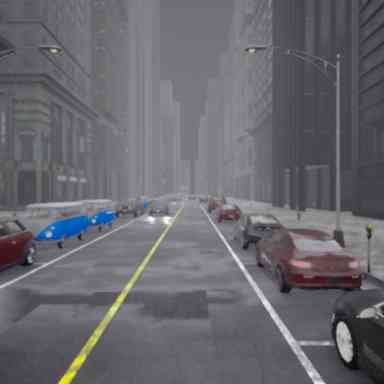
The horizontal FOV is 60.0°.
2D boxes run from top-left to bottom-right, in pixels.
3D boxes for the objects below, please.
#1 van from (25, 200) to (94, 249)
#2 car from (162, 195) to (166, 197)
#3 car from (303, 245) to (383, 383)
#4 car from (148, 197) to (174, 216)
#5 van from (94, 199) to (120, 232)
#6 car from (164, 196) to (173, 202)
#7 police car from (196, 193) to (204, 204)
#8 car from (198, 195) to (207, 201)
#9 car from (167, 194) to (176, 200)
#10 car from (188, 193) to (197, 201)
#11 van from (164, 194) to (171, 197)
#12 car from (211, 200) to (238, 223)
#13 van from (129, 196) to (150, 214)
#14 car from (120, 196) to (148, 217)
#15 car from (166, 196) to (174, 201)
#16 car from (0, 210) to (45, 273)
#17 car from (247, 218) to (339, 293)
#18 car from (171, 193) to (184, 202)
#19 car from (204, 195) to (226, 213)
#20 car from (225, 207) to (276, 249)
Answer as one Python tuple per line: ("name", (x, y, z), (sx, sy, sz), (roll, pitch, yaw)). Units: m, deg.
("van", (-5.767, 1.342, 14.207), (1.690, 1.788, 3.998), (0, 0, 0))
("car", (-5.772, 1.570, 53.662), (1.887, 1.381, 4.507), (0, 0, 0))
("car", (2.760, 1.551, 2.951), (2.008, 1.369, 4.403), (0, 0, 0))
("car", (-3.101, 1.514, 32.578), (1.837, 1.490, 4.892), (0, 0, 0))
("van", (-5.768, 1.344, 19.843), (1.690, 1.788, 3.998), (0, 0, 0))
("car", (-5.775, 1.625, 81.846), (1.947, 1.339, 4.313), (0, 0, 0))
("police car", (2.358, 1.465, 66.374), (1.930, 1.638, 5.238), (0, 0, 0))
("car", (2.749, 1.617, 87.494), (2.008, 1.369, 4.403), (0, 0, 0))
("car", (-5.777, 1.388, 93.119), (2.192, 1.841, 5.009), (0, 0, 0))
("car", (-0.010, 1.408, 83.532), (1.882, 1.535, 5.008), (0, 0, 0))
("van", (-5.775, 1.393, 76.209), (1.690, 1.788, 3.998), (0, 0, 0))
("car", (2.757, 1.550, 25.496), (1.887, 1.381, 4.507), (0, 0, 0))
("van", (-5.770, 1.352, 36.752), (1.690, 1.788, 3.998), (0, 0, 0))
("car", (-5.769, 1.323, 31.116), (2.192, 1.841, 5.009), (0, 0, 0))
("car", (-5.776, 1.632, 87.483), (1.947, 1.339, 4.313), (0, 0, 0))
("car", (-5.766, 1.440, 8.570), (1.967, 1.590, 4.097), (0, 0, 0))
("car", (2.759, 1.582, 8.587), (1.802, 1.307, 4.206), (0, 0, 0))
("car", (-3.009, 1.326, 74.055), (2.097, 1.767, 4.553), (0, 0, 0))
("car", (2.755, 1.326, 36.768), (2.192, 1.841, 5.009), (0, 0, 0))
("car", (2.759, 1.552, 14.223), (2.008, 1.369, 4.403), (0, 0, 0))
